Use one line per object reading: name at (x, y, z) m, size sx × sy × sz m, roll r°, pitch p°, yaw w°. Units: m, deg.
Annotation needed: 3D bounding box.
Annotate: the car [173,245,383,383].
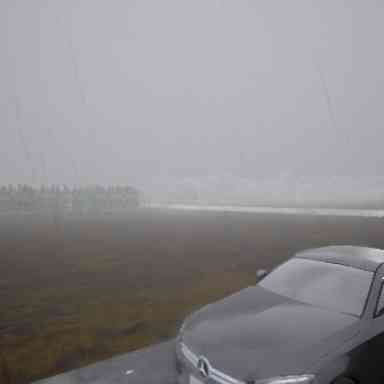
car at (1.966, 1.508, 4.356) m, size 4.674 × 1.442 × 1.812 m, roll 0°, pitch 0°, yaw -36°
